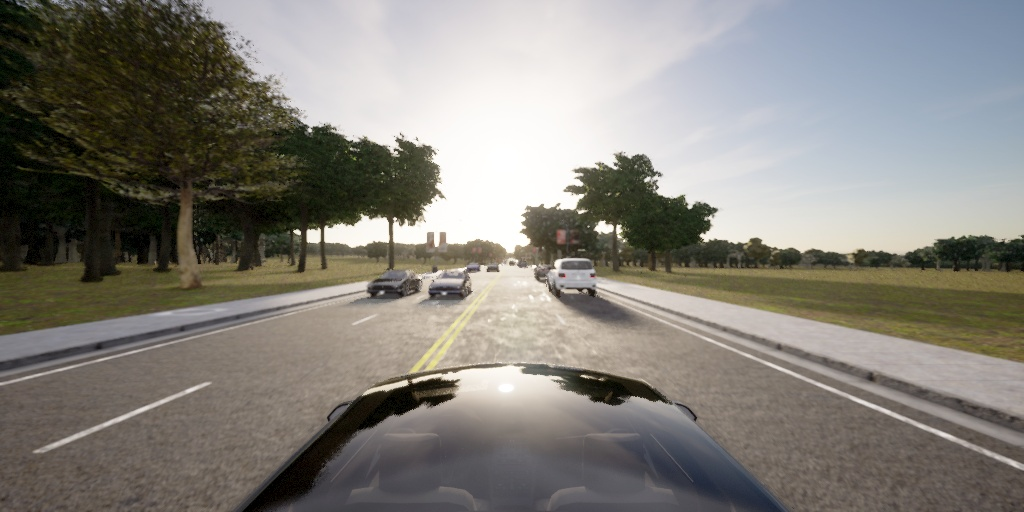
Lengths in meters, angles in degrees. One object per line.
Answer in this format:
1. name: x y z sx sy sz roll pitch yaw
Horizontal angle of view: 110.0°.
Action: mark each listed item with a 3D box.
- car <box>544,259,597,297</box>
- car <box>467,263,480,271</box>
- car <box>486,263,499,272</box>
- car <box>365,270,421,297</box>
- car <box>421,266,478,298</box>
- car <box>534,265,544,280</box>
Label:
1. car: 3.352 1.180 20.797 2.150 2.045 5.566 0 -1 0
2. car: -6.546 1.912 61.629 1.882 1.535 5.008 0 -1 1
3. car: -3.296 1.912 61.630 1.882 1.535 5.008 0 -1 1
4. car: -6.600 1.507 20.850 2.033 1.411 5.357 0 -1 0
5. car: -3.352 1.502 20.395 2.033 1.411 5.357 0 -1 0
6. car: 3.347 1.632 37.033 2.128 1.511 4.902 0 -1 0
